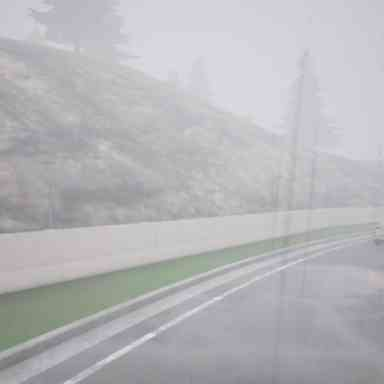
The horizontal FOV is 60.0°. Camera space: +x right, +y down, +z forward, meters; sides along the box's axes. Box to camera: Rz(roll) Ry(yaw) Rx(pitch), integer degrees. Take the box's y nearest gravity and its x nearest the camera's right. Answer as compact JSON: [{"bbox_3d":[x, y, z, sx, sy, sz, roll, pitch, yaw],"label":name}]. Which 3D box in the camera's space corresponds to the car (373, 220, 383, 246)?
[{"bbox_3d":[9.841,1.697,15.098,4.674,1.442,1.812,1,0,-41],"label":"car"}]
